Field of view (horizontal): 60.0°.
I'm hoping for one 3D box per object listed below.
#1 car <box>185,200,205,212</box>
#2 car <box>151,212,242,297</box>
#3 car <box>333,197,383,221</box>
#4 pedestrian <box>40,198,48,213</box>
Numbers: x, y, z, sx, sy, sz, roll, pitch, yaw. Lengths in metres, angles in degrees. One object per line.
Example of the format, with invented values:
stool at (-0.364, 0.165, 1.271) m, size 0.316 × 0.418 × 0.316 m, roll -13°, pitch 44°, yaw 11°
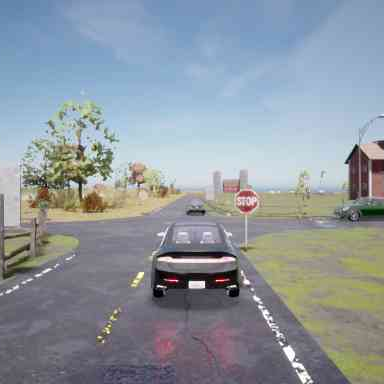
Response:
car at (0.306, 1.545, 34.764) m, size 2.033 × 1.411 × 5.357 m, roll 0°, pitch 0°, yaw -3°
car at (0.084, 1.490, 8.532) m, size 2.128 × 1.511 × 4.902 m, roll 0°, pitch 0°, yaw 0°
car at (12.671, 1.136, 24.103) m, size 4.553 × 1.767 × 2.097 m, roll -1°, pitch 0°, yaw 0°
pedestrian at (-12.207, 1.413, 27.278) m, size 0.375 × 1.860 × 0.375 m, roll 0°, pitch 1°, yaw 0°
